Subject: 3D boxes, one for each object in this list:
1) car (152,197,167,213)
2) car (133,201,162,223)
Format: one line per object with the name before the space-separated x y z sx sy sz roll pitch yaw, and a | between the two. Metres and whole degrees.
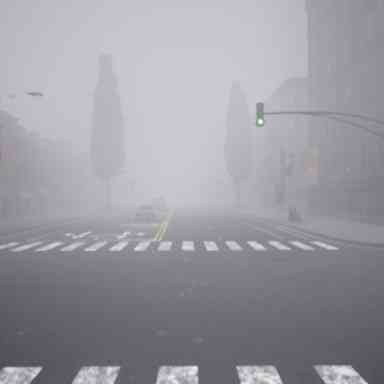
car | -4.642 1.737 46.199 2.150 2.045 5.566 0 0 -3
car | -3.942 1.832 29.116 1.837 1.490 4.892 0 -1 -2
